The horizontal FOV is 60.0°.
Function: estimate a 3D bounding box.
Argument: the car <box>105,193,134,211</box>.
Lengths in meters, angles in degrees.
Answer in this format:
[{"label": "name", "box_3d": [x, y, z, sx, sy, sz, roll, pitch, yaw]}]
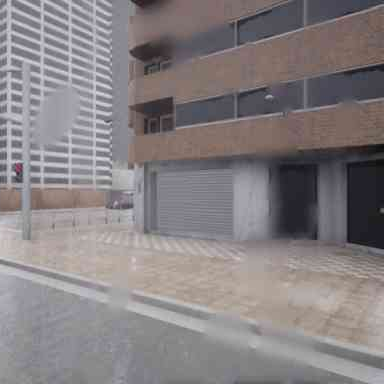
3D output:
[{"label": "car", "box_3d": [-8.407, 1.352, 40.893, 2.097, 1.767, 4.553, 0, 0, 36]}]
